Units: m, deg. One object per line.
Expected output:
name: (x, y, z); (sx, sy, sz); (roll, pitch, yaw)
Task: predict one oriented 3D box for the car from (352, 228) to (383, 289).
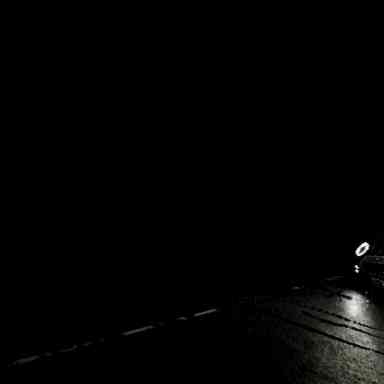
car: (5.985, 1.341, 8.257); (4.553, 1.767, 2.097); (0, 0, -36)
